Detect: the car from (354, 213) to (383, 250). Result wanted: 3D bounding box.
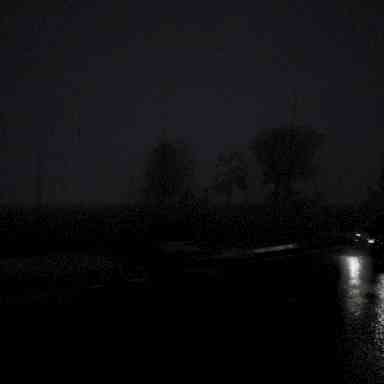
[{"bbox_3d":[8.552,1.563,13.539,4.892,1.490,1.837,0,0,-34],"label":"car"}]
